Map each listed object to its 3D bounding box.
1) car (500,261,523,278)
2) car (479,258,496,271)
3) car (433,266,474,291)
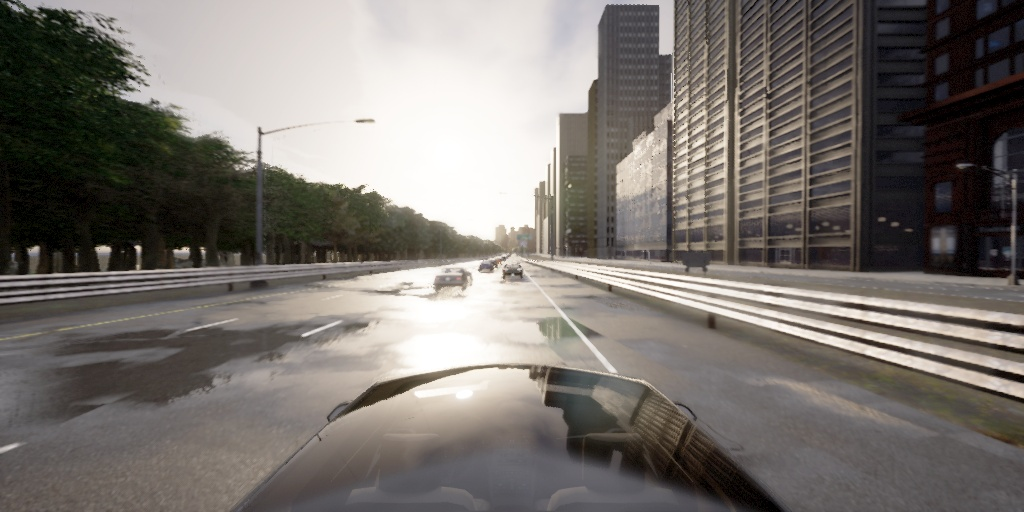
[{"bbox_3d":[0.062,1.390,34.698,1.895,1.301,4.718,0,0,0],"label":"car"},{"bbox_3d":[-3.592,1.348,50.120,1.812,1.442,4.674,0,0,0],"label":"car"},{"bbox_3d":[-3.509,1.317,22.147,2.033,1.411,5.357,0,0,0],"label":"car"}]
